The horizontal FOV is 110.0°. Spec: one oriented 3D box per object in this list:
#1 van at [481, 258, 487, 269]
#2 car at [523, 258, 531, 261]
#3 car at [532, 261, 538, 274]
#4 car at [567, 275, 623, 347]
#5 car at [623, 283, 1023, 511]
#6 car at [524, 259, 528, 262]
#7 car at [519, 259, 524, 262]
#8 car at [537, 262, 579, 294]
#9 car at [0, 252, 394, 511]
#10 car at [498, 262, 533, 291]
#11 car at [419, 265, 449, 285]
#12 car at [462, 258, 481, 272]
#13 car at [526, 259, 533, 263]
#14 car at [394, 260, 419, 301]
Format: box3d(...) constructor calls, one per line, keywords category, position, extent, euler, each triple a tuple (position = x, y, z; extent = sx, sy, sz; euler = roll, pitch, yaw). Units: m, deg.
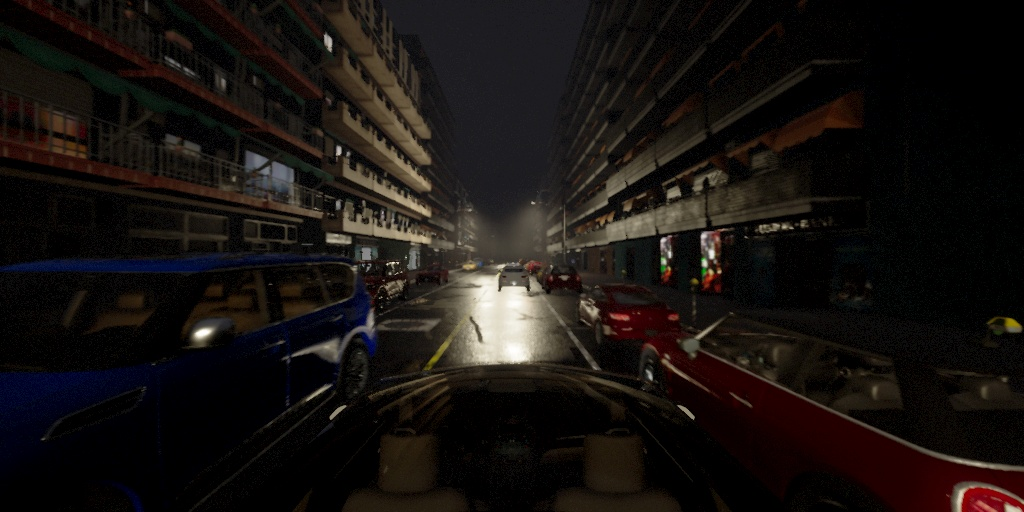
box3d(category="van", position=(-5.654, 1.192, 59.976), extent=(1.690, 1.789, 3.998), euler=(0, 0, 0))
box3d(category="car", position=(2.719, 1.343, 48.795), extent=(1.751, 1.417, 4.829), euler=(0, 0, 0))
box3d(category="car", position=(2.705, 1.300, 26.147), extent=(1.751, 1.417, 4.829), euler=(0, 0, 0))
box3d(category="car", position=(2.695, 1.333, 8.996), extent=(1.802, 1.307, 4.207), euler=(0, 0, 0))
box3d(category="car", position=(2.691, 1.190, 3.333), extent=(1.967, 1.591, 4.097), euler=(0, 0, 0))
box3d(category="car", position=(2.716, 1.350, 42.968), extent=(1.888, 1.381, 4.507), euler=(0, 0, 0))
box3d(category="car", position=(0.126, 1.407, 43.454), extent=(1.895, 1.301, 4.718), euler=(0, 0, 0))
box3d(category="car", position=(2.702, 1.205, 20.315), extent=(1.967, 1.591, 4.097), euler=(0, 0, 0))
box3d(category="car", position=(-3.097, 0.972, 3.202), extent=(2.150, 2.045, 5.566), euler=(0, 0, 0))
box3d(category="car", position=(0.112, 1.294, 22.113), extent=(1.812, 1.442, 4.674), euler=(0, 0, 0))
box3d(category="car", position=(-5.675, 1.321, 26.005), extent=(1.888, 1.381, 4.507), euler=(0, 0, 0))
box3d(category="car", position=(-5.662, 1.344, 48.484), extent=(1.751, 1.417, 4.829), euler=(0, 0, 0))
box3d(category="car", position=(2.712, 1.340, 37.302), extent=(1.888, 1.381, 4.507), euler=(0, 0, 0))
box3d(category="car", position=(-5.682, 1.073, 14.682), extent=(2.192, 1.841, 5.009), euler=(0, 0, 0))
